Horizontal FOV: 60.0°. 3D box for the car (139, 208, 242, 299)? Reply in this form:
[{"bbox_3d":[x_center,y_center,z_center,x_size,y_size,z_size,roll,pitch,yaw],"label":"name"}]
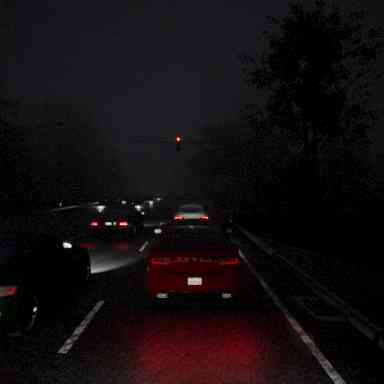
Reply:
[{"bbox_3d":[0.034,1.389,8.328,1.882,1.535,5.008,0,1,0],"label":"car"}]

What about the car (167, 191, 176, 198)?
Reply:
[{"bbox_3d":[-4.632,0.563,74.954,2.033,1.411,5.357,0,1,-3],"label":"car"}]

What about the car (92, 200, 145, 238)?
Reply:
[{"bbox_3d":[-3.531,1.351,16.497,2.033,1.411,5.357,0,1,0],"label":"car"}]

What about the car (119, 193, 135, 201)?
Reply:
[{"bbox_3d":[-11.167,0.823,57.665,1.994,1.385,4.181,0,1,-1],"label":"car"}]

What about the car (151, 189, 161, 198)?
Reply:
[{"bbox_3d":[-8.017,0.291,72.258,2.150,2.045,5.566,0,1,-2],"label":"car"}]

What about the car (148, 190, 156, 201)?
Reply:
[{"bbox_3d":[-7.653,0.798,56.912,1.812,1.442,4.674,0,1,-1],"label":"car"}]

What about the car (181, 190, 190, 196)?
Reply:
[{"bbox_3d":[-1.723,0.280,85.630,1.882,1.535,5.008,0,1,-4],"label":"car"}]

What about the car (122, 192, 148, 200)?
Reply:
[{"bbox_3d":[-7.435,0.989,44.007,2.033,1.411,5.357,0,1,-2],"label":"car"}]

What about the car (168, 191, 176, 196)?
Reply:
[{"bbox_3d":[-5.216,0.345,85.404,2.033,1.411,5.357,0,1,-4],"label":"car"}]

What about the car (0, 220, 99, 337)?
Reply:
[{"bbox_3d":[-3.452,1.499,6.523,1.994,1.385,4.181,0,1,0],"label":"car"}]

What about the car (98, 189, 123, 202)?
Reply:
[{"bbox_3d":[-10.955,0.648,45.201,2.150,2.045,5.566,0,1,1],"label":"car"}]

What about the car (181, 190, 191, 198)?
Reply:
[{"bbox_3d":[-1.170,0.575,75.908,1.994,1.385,4.181,0,1,-3],"label":"car"}]

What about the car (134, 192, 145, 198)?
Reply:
[{"bbox_3d":[-11.562,0.652,73.219,1.895,1.301,4.718,0,1,-2],"label":"car"}]

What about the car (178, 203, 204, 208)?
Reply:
[{"bbox_3d":[-0.038,1.317,17.519,1.812,1.442,4.674,0,1,0],"label":"car"}]
